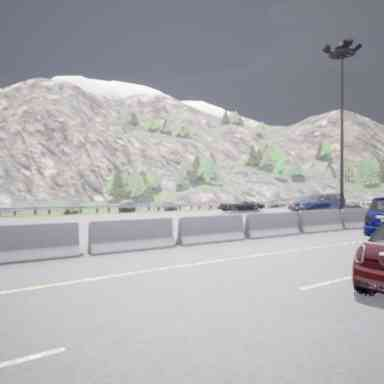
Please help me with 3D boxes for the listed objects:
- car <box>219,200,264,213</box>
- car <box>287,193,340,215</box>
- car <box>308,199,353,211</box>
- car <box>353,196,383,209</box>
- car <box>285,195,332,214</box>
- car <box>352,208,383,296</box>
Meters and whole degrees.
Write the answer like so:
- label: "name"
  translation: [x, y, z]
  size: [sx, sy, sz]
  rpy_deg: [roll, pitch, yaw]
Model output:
- label: "car"
  translation: [5.269, 1.499, 35.449]
  size: [4.718, 1.301, 1.895]
  rpy_deg: [0, 0, -27]
- label: "car"
  translation: [11.828, 1.135, 30.889]
  size: [5.566, 2.045, 2.150]
  rpy_deg: [0, 0, -26]
- label: "car"
  translation: [12.157, 1.522, 27.171]
  size: [4.718, 1.301, 1.895]
  rpy_deg: [0, 0, -26]
- label: "car"
  translation: [9.473, 1.182, 13.648]
  size: [5.566, 2.045, 2.150]
  rpy_deg: [0, 0, -29]
- label: "car"
  translation: [12.251, 1.251, 34.944]
  size: [4.553, 1.767, 2.097]
  rpy_deg: [0, 0, -25]
- label: "car"
  translation: [5.620, 1.330, 7.285]
  size: [4.553, 1.767, 2.097]
  rpy_deg: [0, 0, -32]
